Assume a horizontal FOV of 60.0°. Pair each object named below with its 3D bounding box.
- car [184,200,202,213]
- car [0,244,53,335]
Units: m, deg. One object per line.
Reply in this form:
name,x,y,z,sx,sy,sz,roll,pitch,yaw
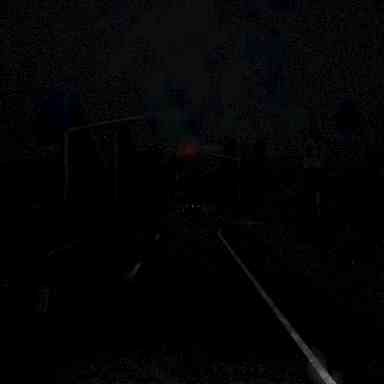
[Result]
car,0.084,1.545,37.222,2.033,1.411,5.357,0,0,0
car,-3.562,1.525,4.635,1.812,1.442,4.674,0,0,0
